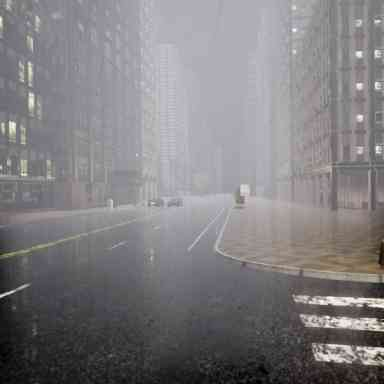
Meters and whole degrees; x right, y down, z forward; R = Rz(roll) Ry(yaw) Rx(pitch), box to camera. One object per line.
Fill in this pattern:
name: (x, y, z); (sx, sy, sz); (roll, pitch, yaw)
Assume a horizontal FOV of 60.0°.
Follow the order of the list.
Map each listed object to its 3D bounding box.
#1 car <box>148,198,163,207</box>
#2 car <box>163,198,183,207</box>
car: (-5.871, 1.665, 54.401); (2.128, 1.511, 4.902); (-1, 0, 8)
car: (-2.651, 1.677, 53.956); (2.033, 1.411, 5.357); (-1, 0, 8)
